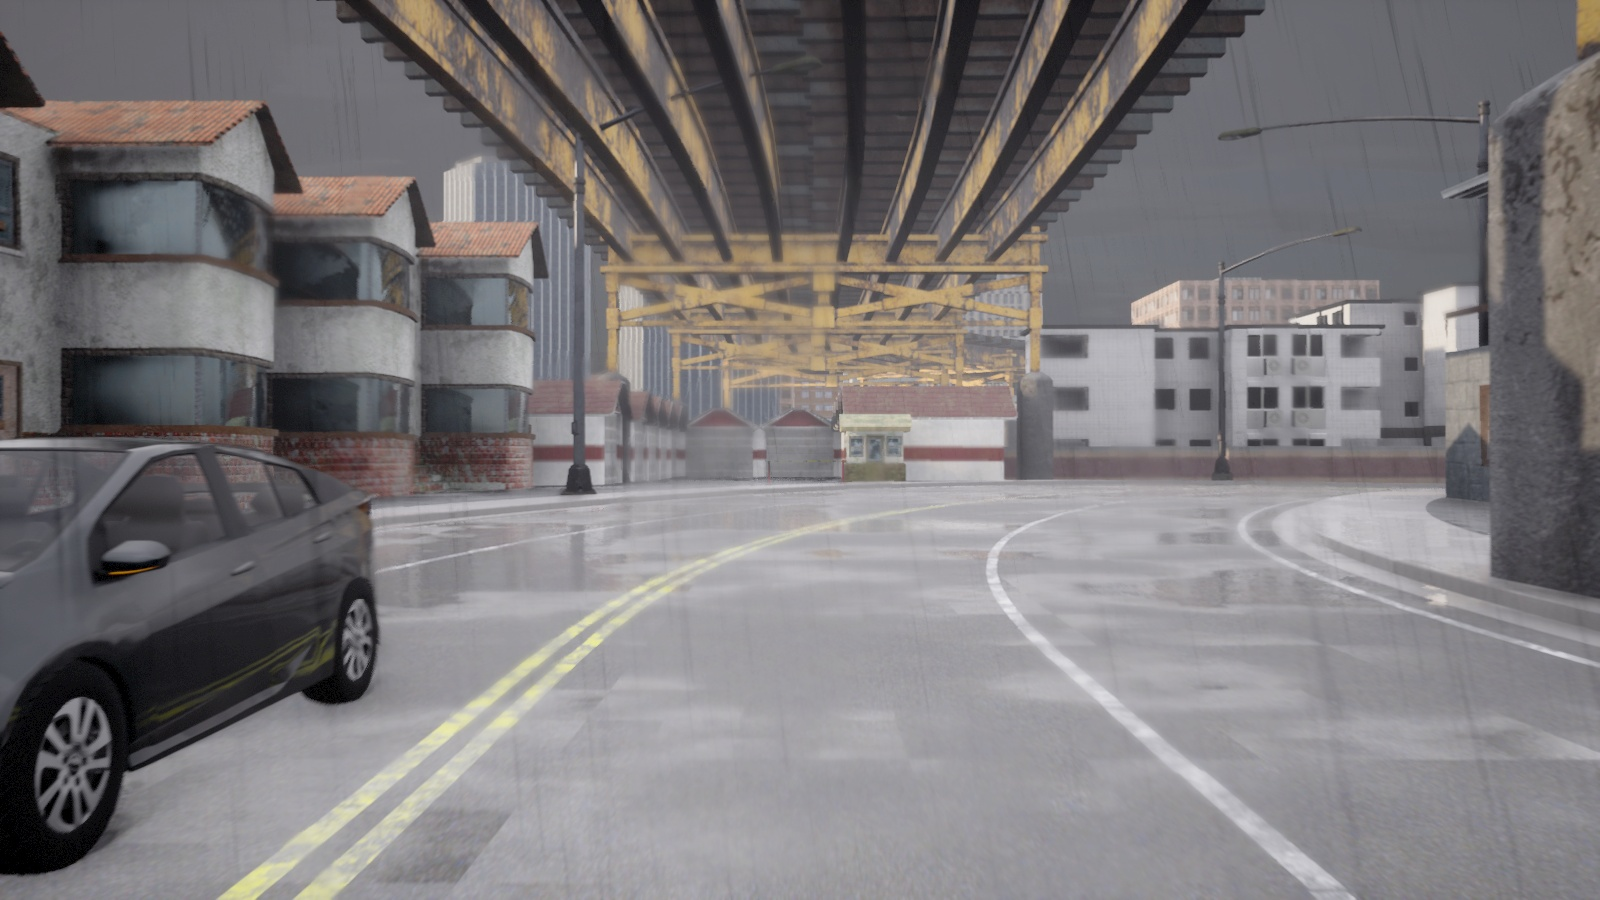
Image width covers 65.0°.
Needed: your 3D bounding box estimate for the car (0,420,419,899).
[{"bbox_3d":[-3.447,0.659,5.684,2.007,1.525,4.514,0,0,1],"label":"car"}]
